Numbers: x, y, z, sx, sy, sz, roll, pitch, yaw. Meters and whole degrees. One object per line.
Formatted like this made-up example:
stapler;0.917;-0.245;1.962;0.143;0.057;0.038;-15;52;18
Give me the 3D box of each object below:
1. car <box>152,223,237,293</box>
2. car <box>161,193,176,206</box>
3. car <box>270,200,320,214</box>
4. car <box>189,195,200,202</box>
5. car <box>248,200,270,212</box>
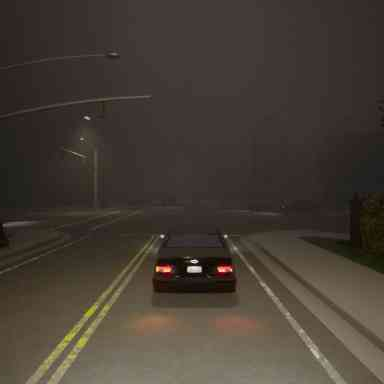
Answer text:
car;0.053;1.547;8.959;2.033;1.411;5.357;0;0;0
car;-3.721;1.221;53.992;2.150;2.045;5.566;0;0;0
car;10.963;1.522;34.552;4.674;1.442;1.812;0;0;-13
car;0.552;1.527;78.989;2.033;1.411;5.357;0;0;12
car;8.624;1.565;38.760;4.181;1.385;1.994;0;0;-1
